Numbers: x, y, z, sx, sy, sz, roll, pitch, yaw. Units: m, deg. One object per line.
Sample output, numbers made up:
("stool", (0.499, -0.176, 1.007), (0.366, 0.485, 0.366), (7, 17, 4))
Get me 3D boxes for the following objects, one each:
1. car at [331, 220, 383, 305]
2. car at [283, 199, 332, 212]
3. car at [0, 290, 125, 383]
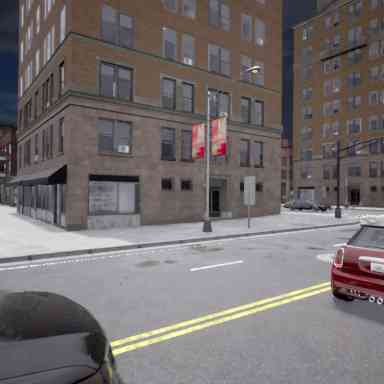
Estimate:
("car", (5.017, 1.355, 7.105), (4.553, 1.767, 2.097), (0, 0, -36))
("car", (12.897, 1.470, 37.465), (2.033, 1.411, 5.357), (1, 0, -36))
("car", (-2.978, 1.221, 1.309), (5.566, 2.045, 2.150), (0, 0, -36))
